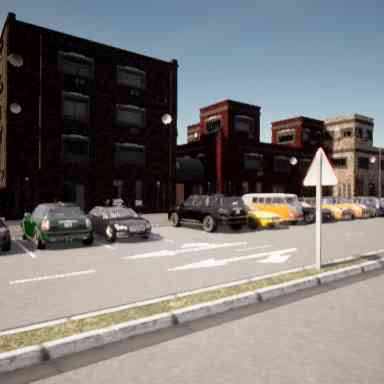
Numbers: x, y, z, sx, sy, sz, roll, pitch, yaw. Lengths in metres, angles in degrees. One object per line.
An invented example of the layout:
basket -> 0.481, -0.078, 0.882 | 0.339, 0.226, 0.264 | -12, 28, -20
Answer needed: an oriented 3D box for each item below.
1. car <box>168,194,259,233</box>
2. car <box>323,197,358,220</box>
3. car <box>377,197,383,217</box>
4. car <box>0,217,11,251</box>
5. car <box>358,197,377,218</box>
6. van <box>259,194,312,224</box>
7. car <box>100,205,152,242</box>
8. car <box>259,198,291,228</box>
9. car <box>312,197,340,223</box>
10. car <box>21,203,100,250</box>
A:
car -> 0.789, 1.130, 19.153 | 2.435, 2.045, 5.566 | 0, 0, -36
car -> 9.762, 1.220, 25.568 | 2.185, 1.767, 4.553 | 0, 0, -36
car -> 14.285, 1.207, 28.723 | 2.185, 1.767, 4.553 | 0, 0, -36
car -> -8.170, 1.448, 12.714 | 2.002, 1.452, 4.674 | 0, 0, -36
car -> 12.005, 1.213, 27.170 | 2.185, 1.767, 4.553 | 0, 0, -36
van -> 5.360, 1.137, 22.241 | 1.878, 1.987, 4.442 | 0, 0, -36
car -> -3.684, 1.401, 15.930 | 2.231, 1.521, 4.892 | 0, 0, -36
car -> 3.157, 1.369, 20.583 | 1.946, 1.575, 5.366 | 0, 0, -36
car -> 7.533, 1.354, 23.944 | 2.097, 1.535, 5.008 | 0, 0, -36
car -> -5.910, 1.280, 14.294 | 2.185, 1.767, 4.553 | 0, 0, -36
